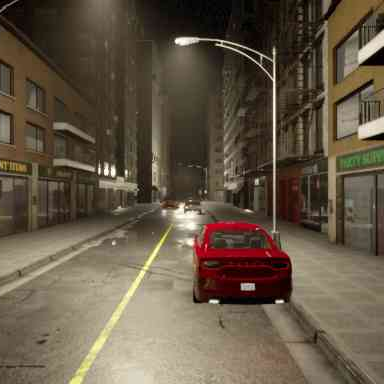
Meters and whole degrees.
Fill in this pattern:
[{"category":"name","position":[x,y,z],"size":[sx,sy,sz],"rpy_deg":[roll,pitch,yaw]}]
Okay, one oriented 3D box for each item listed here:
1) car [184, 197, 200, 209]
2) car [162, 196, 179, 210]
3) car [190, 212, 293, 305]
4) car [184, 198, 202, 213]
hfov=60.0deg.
[{"category":"car","position":[0.030,1.523,46.711],"size":[2.128,1.511,4.902],"rpy_deg":[0,0,0]},{"category":"car","position":[-2.746,1.380,43.302],"size":[2.097,1.767,4.553],"rpy_deg":[0,0,0]},{"category":"car","position":[0.963,1.480,8.201],"size":[1.882,1.535,5.008],"rpy_deg":[0,0,0]},{"category":"car","position":[0.080,1.621,36.636],"size":[1.895,1.301,4.718],"rpy_deg":[0,0,0]}]
